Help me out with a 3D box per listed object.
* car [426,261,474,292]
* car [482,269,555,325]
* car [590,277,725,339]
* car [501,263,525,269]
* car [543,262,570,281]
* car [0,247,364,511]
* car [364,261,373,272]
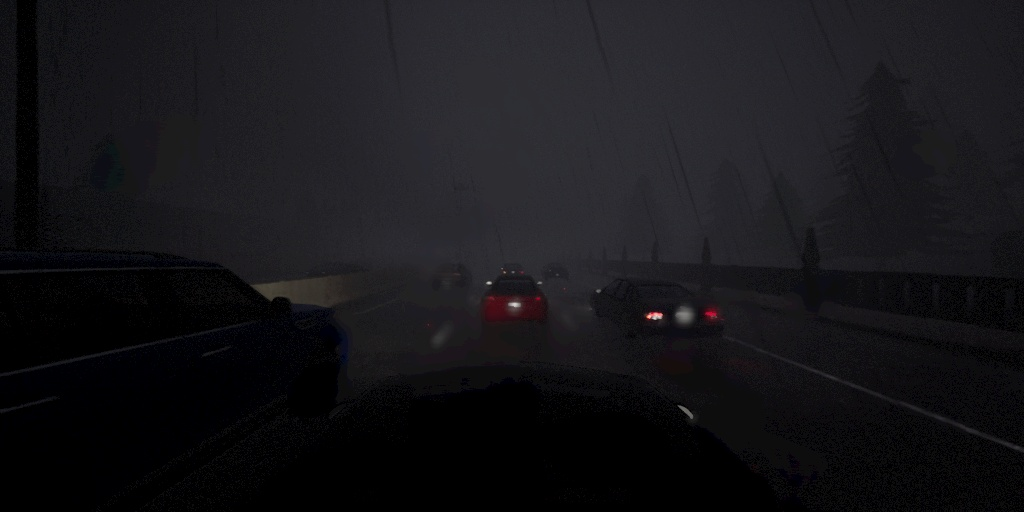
[{"bbox_3d":[-3.408,1.224,21.153,2.128,1.511,4.902,0,0,0],"label":"car"},{"bbox_3d":[0.096,1.305,11.805,1.994,1.385,4.181,0,0,0],"label":"car"},{"bbox_3d":[3.596,1.290,9.975,2.033,1.411,5.357,0,0,0],"label":"car"},{"bbox_3d":[0.086,1.272,29.681,2.033,1.411,5.357,0,0,0],"label":"car"},{"bbox_3d":[3.600,1.250,30.103,1.812,1.442,4.674,0,0,0],"label":"car"},{"bbox_3d":[-3.401,0.971,2.766,2.150,2.045,5.566,0,0,0],"label":"car"},{"bbox_3d":[-10.608,1.257,22.901,1.812,1.442,4.674,0,0,0],"label":"car"}]
